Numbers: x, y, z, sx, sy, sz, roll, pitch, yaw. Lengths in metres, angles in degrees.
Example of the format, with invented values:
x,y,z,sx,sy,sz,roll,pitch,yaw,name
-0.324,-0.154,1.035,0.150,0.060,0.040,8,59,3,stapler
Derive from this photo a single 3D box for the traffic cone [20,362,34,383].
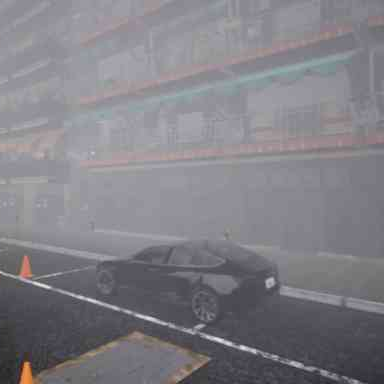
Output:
x,y,z,sx,sy,sz,roll,pitch,yaw,name
-1.649,1.997,3.319,0.340,0.580,0.340,0,-1,37,traffic cone

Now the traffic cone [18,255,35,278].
x,y,z,sx,sy,sz,roll,pitch,yaw,name
-4.651,2.064,9.318,0.340,0.580,0.340,0,-1,37,traffic cone

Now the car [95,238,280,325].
x,y,z,sx,sy,sz,roll,pitch,yaw,name
-0.262,1.675,7.240,4.313,1.339,1.947,0,-1,37,car
